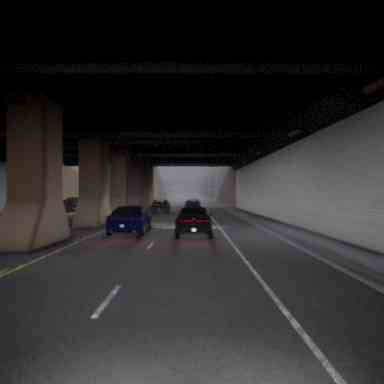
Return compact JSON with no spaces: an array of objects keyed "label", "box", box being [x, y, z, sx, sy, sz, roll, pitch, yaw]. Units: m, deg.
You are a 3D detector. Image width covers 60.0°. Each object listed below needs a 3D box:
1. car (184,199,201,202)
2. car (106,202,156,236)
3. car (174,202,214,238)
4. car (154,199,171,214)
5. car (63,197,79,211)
[{"label":"car","box":[0.094,1.533,40.290,2.128,1.511,4.902,0,0,0]},{"label":"car","box":[-3.402,1.498,18.631,1.882,1.535,5.008,0,0,0]},{"label":"car","box":[0.092,1.522,17.849,1.837,1.490,4.892,0,0,0]},{"label":"car","box":[-3.405,1.530,36.652,2.128,1.511,4.902,0,0,0]},{"label":"car","box":[-14.092,1.396,39.424,2.097,1.767,4.553,0,0,0]}]
